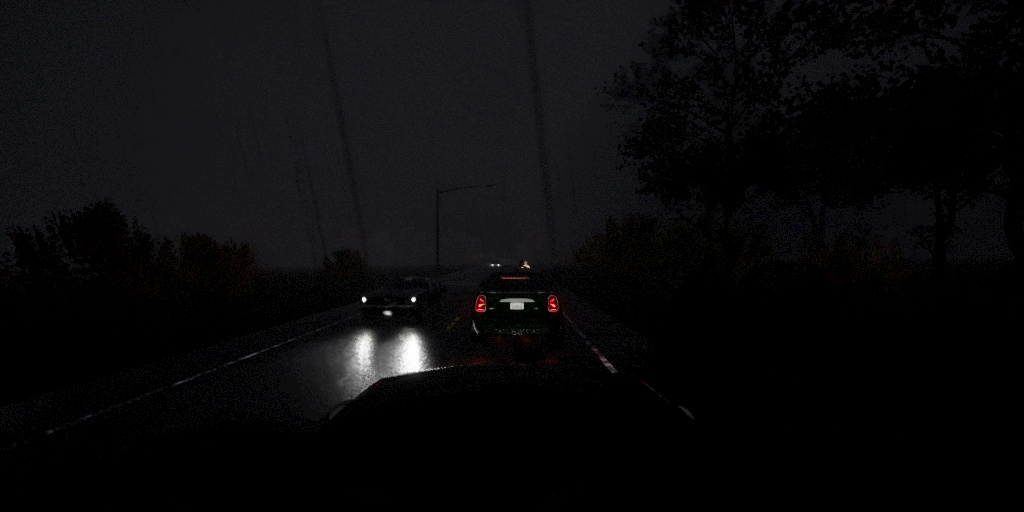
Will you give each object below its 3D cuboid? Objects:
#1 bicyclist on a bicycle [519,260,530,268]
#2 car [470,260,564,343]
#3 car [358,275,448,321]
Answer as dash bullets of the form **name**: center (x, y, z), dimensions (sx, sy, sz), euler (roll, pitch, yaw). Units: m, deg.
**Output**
- **bicyclist on a bicycle**: center (0.974, 1.177, 25.680), dimensions (0.866, 1.612, 1.509), euler (0, 0, 1)
- **car**: center (0.113, 1.099, 9.857), dimensions (2.097, 1.767, 4.553), euler (0, 0, 0)
- **car**: center (-3.583, 1.347, 12.578), dimensions (1.895, 1.301, 4.718), euler (0, 0, 0)
